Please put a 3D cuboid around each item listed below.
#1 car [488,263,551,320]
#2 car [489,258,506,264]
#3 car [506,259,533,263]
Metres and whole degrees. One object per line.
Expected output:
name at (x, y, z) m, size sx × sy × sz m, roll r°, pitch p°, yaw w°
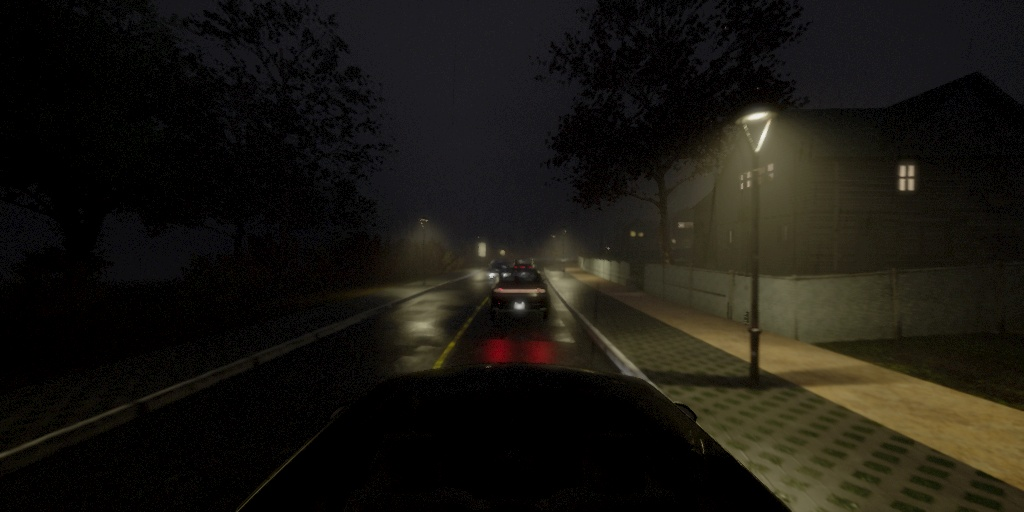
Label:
car at (0.264, 1.159, 12.292) m, size 2.128 × 1.511 × 4.902 m, roll 0°, pitch 0°, yaw 1°
car at (-1.269, 0.951, 37.785) m, size 2.033 × 1.411 × 5.357 m, roll 0°, pitch 1°, yaw 5°
car at (0.941, 1.008, 27.897) m, size 2.128 × 1.511 × 4.902 m, roll 0°, pitch 1°, yaw 4°
